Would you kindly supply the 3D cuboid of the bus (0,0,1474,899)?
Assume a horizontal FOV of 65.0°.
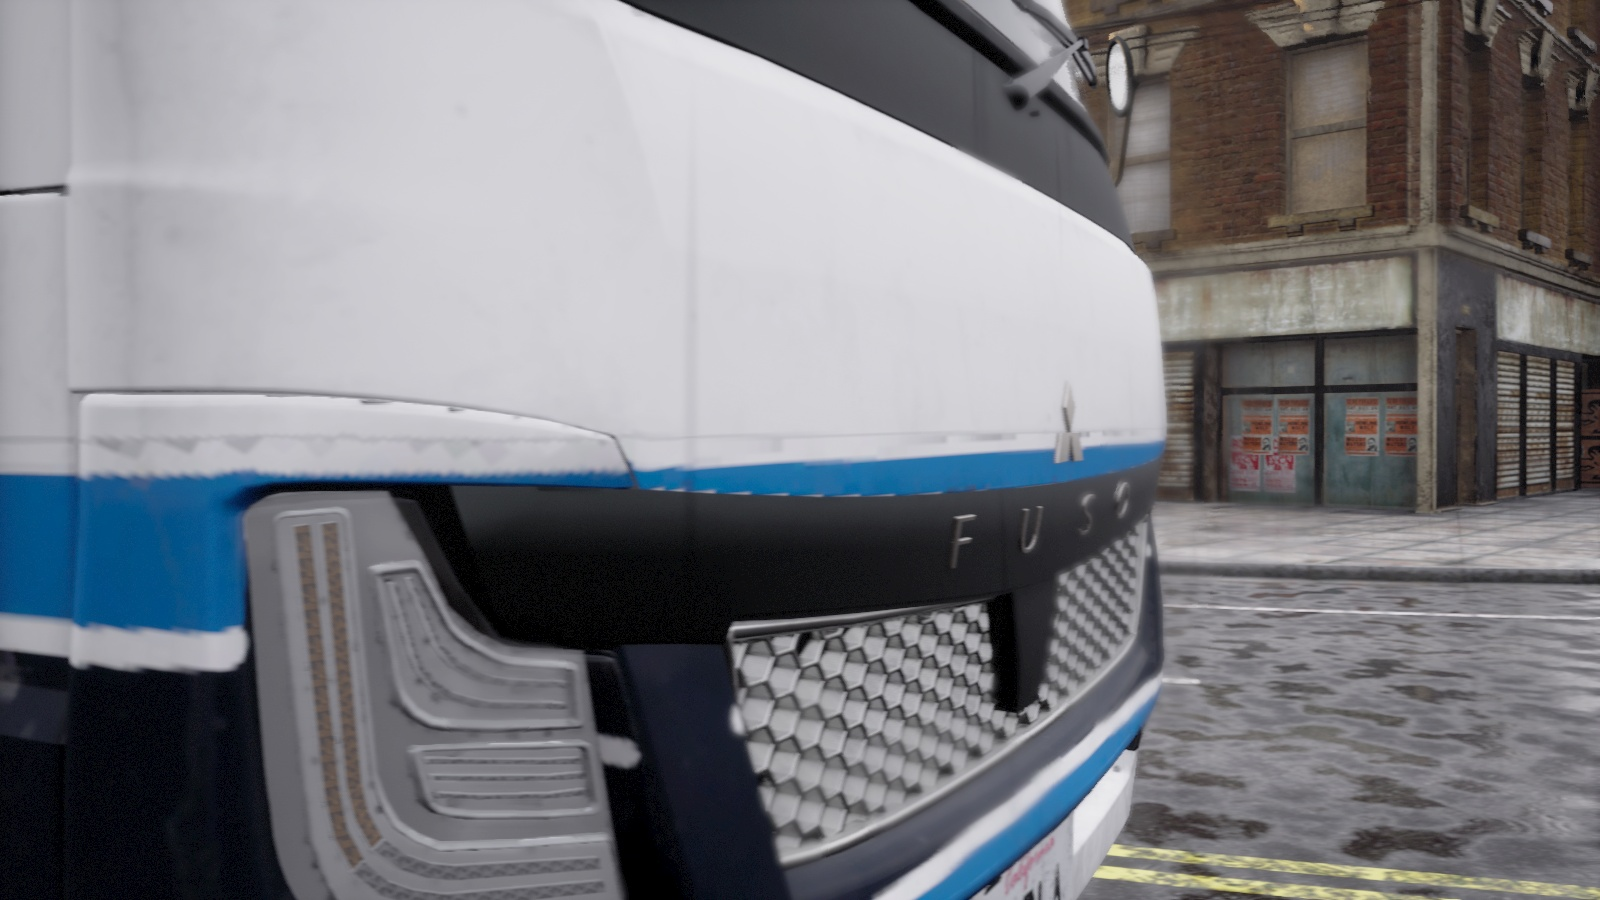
[{"bbox_3d":[-3.449,-0.631,4.458,10.273,4.253,3.944,1,1,28],"label":"bus"}]
